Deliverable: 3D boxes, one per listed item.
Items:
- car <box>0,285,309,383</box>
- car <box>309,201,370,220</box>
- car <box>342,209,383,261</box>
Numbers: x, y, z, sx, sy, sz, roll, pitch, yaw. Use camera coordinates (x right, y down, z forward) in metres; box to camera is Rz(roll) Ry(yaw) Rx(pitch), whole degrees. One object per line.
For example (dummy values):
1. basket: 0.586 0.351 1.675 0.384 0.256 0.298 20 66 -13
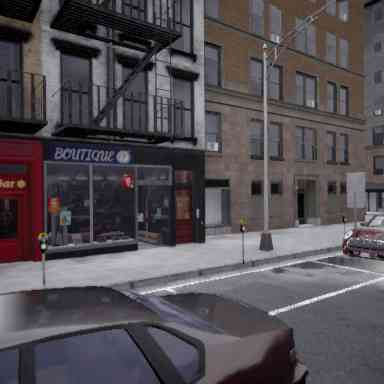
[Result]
1. car: -1.439 1.547 2.351 5.357 1.411 2.033 0 0 -36
2. car: 13.916 1.665 31.696 1.882 1.535 5.008 -1 0 -37
3. car: 7.036 1.442 11.586 4.097 1.590 1.967 0 -1 -36
